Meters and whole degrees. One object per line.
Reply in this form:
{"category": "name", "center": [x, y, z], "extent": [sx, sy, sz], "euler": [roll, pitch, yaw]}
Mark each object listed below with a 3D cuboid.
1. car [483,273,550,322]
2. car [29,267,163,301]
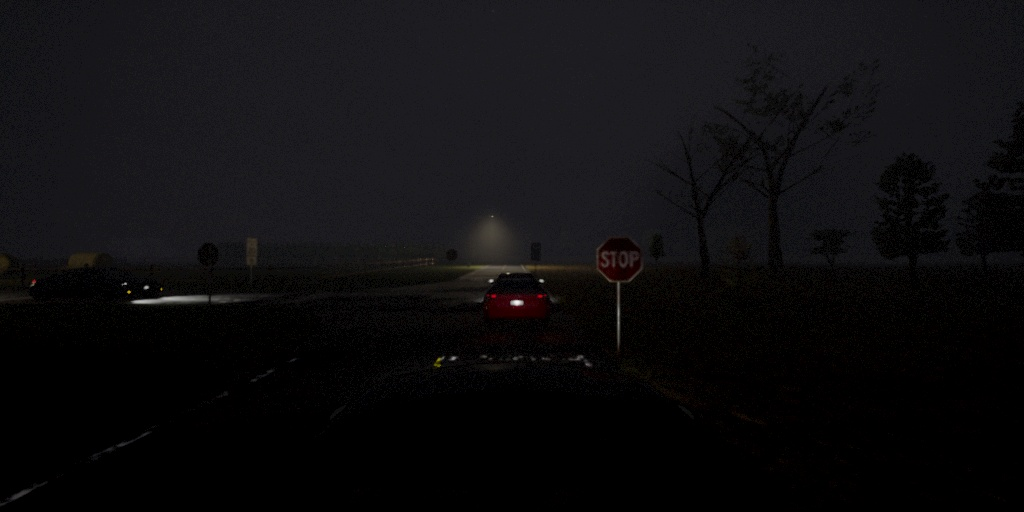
{"category": "car", "center": [0.147, 1.250, 11.944], "extent": [1.994, 1.385, 4.181], "euler": [0, 0, 0]}
{"category": "car", "center": [-17.988, 1.188, 15.657], "extent": [4.181, 1.385, 1.994], "euler": [0, -1, -1]}
